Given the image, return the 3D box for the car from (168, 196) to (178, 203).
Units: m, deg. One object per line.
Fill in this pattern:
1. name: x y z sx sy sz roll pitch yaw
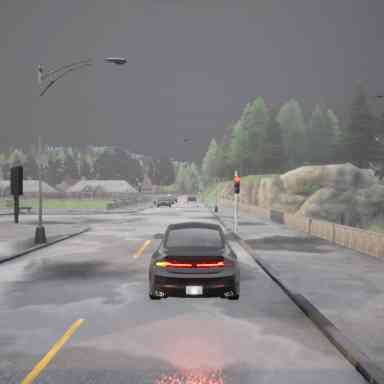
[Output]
1. car: -4.019 1.595 69.926 1.895 1.301 4.718 0 0 0

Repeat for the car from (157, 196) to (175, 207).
1. car: -4.109 1.564 49.729 1.994 1.385 4.181 0 0 0

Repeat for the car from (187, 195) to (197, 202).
1. car: -0.020 1.324 70.981 1.882 1.535 5.008 0 0 0

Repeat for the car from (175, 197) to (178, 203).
1. car: -4.094 1.505 59.744 1.837 1.490 4.892 0 0 0

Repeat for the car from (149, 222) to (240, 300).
1. car: 0.058 1.505 8.363 1.837 1.490 4.892 0 0 0
